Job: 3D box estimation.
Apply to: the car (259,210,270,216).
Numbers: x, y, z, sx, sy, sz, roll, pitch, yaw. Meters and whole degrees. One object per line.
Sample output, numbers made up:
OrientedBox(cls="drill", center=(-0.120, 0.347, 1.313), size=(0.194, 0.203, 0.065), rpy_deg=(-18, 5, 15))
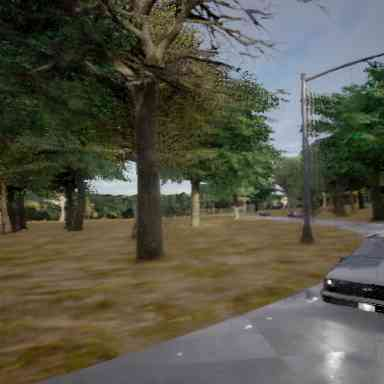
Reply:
OrientedBox(cls="car", center=(17.937, 5.319, 82.711), size=(2.128, 1.511, 4.902), rpy_deg=(-1, -3, -2))

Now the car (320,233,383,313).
OrientedBox(cls="car", center=(4.946, 1.731, 7.937), size=(2.033, 1.411, 5.357), rpy_deg=(-2, -3, 43))

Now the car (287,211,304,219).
OrientedBox(cls="car", center=(18.671, 4.072, 60.322), size=(1.994, 1.385, 4.181), rpy_deg=(-1, -3, -2))
